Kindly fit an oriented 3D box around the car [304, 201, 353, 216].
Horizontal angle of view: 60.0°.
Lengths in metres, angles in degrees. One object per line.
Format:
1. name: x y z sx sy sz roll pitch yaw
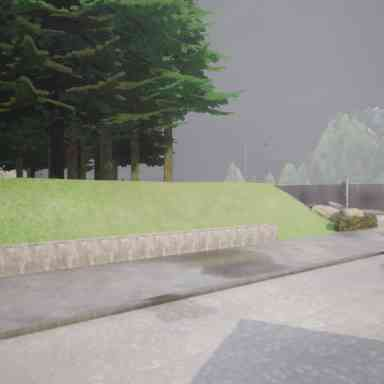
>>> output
1. car: 12.558 1.526 30.449 1.812 1.442 4.674 0 0 -35
